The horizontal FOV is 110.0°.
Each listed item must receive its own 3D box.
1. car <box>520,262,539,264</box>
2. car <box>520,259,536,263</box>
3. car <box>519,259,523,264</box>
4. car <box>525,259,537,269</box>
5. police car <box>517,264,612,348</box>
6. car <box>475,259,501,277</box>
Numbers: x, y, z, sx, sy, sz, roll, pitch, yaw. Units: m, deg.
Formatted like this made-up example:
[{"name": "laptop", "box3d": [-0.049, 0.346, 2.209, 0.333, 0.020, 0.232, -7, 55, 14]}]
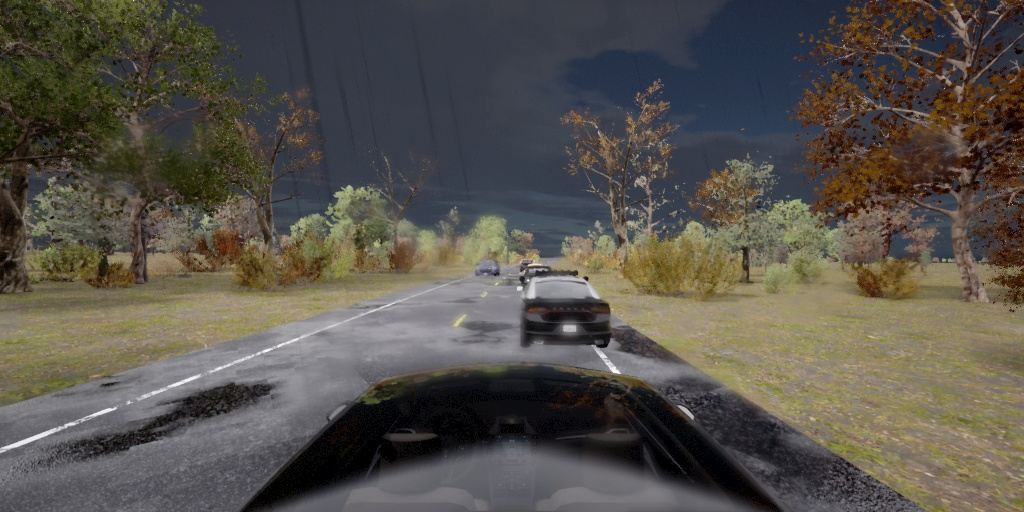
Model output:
[{"name": "car", "box3d": [1.431, 1.263, 19.246, 1.837, 1.490, 4.892, 0, 0, 2]}, {"name": "car", "box3d": [1.686, 1.219, 25.404, 1.801, 1.575, 5.366, 0, 0, 3]}, {"name": "car", "box3d": [2.109, 1.332, 47.897, 1.837, 1.490, 4.892, 0, 0, 6]}, {"name": "car", "box3d": [3.235, 1.366, 60.755, 1.882, 1.535, 5.008, 0, 0, 6]}, {"name": "police car", "box3d": [1.152, 1.177, 9.404, 1.930, 1.638, 5.238, 0, 0, 1]}, {"name": "car", "box3d": [-2.363, 1.137, 36.025, 2.097, 1.767, 4.553, 0, 0, 4]}]
